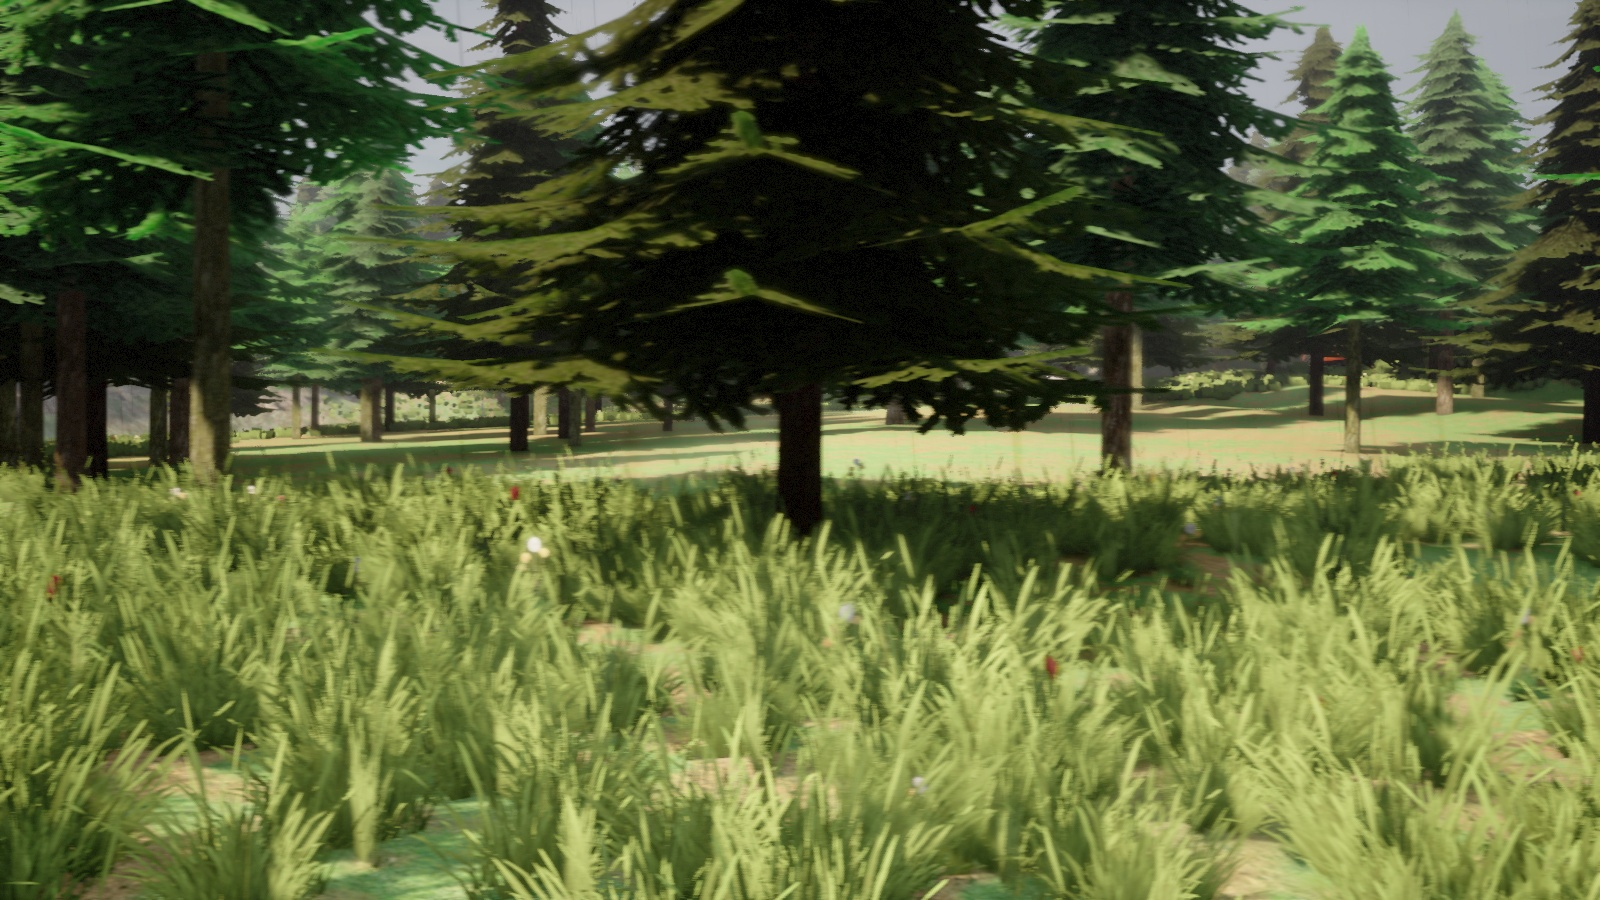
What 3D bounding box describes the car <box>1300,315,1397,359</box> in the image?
[{"bbox_3d":[30.519,-6.235,69.877,4.553,1.767,2.097,-6,-2,32],"label":"car"}]
